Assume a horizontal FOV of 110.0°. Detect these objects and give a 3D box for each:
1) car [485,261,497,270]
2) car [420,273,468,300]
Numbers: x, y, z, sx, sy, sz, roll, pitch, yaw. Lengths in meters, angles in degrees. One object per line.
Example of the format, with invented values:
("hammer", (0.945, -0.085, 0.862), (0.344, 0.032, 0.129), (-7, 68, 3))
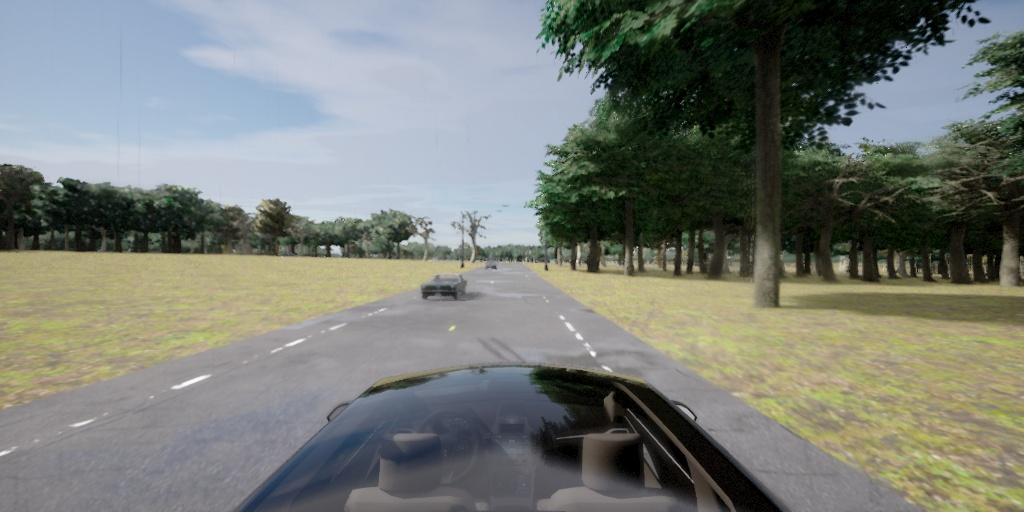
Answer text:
("car", (-3.553, 1.623, 60.581), (1.837, 1.490, 4.892), (0, 0, 1))
("car", (-3.602, 1.604, 19.671), (1.895, 1.301, 4.718), (0, -1, 0))
